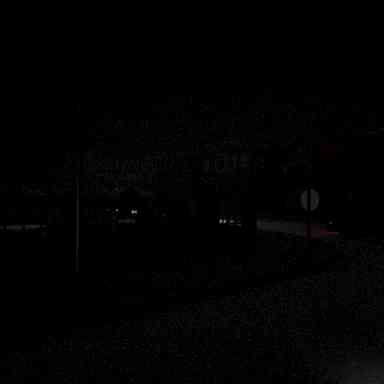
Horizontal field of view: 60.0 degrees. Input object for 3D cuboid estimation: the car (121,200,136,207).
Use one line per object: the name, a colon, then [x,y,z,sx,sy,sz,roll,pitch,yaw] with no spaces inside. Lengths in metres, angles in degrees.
car: [-10.083,1.547,48.961,2.033,1.411,5.357,0,0,-37]

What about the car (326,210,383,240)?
car: [9.042,1.548,15.250,2.033,1.411,5.357,0,0,-40]

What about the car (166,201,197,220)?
car: [-0.498,1.526,28.287,1.812,1.442,4.674,0,0,-36]

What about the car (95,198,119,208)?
car: [-11.864,1.493,44.267,2.128,1.511,4.902,0,0,-35]
